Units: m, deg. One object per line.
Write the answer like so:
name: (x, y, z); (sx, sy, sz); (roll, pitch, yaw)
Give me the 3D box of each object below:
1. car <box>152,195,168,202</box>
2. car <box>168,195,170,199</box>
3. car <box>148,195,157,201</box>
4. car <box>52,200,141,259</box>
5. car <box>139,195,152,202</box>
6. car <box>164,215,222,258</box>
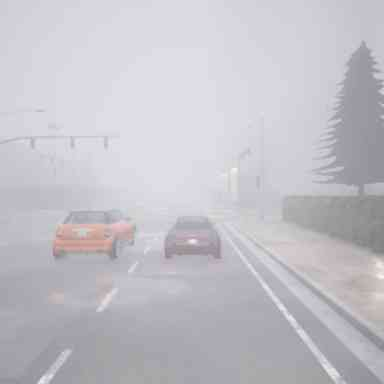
car: (-7.015, 1.368, 73.351); (2.097, 1.767, 4.553); (0, 0, 0)
car: (-7.018, 1.500, 88.964); (1.837, 1.490, 4.892); (0, 0, 0)
car: (-10.518, 1.478, 88.963); (1.882, 1.535, 5.008); (0, 0, 0)
car: (-3.459, 1.354, 12.678); (2.097, 1.767, 4.553); (0, 0, 0)
car: (-10.515, 1.538, 73.320); (2.128, 1.511, 4.902); (0, 0, 0)
car: (0.042, 1.567, 12.772); (1.994, 1.385, 4.181); (0, 0, 0)
